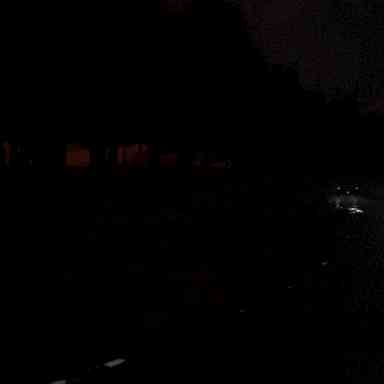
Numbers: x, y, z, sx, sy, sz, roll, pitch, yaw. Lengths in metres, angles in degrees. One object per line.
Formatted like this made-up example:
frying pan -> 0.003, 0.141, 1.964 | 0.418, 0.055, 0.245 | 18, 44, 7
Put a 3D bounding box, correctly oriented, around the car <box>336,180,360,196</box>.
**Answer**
car -> 14.575, -0.433, 31.211 | 1.895, 1.301, 4.718 | 0, 5, 24
